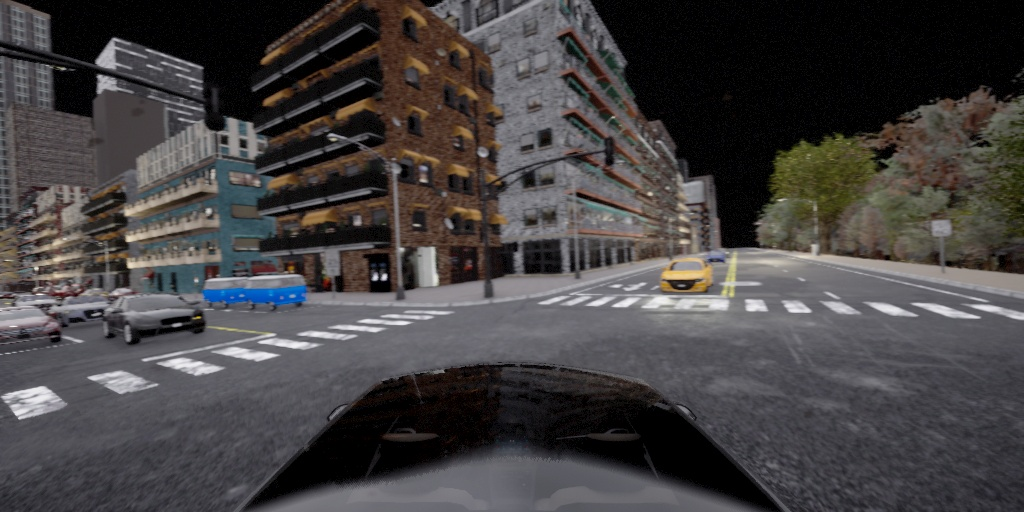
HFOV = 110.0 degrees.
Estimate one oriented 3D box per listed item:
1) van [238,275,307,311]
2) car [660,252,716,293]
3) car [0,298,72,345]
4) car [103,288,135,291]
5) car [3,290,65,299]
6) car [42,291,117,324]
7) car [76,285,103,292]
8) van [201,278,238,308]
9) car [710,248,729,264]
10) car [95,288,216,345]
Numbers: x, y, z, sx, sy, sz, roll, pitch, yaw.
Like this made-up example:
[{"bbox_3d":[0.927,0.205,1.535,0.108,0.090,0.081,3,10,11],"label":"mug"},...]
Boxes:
[{"bbox_3d":[-12.942,1.955,19.610,3.998,1.789,1.690,0,0,31],"label":"van"},{"bbox_3d":[8.392,0.861,17.112,1.882,1.535,5.008,-3,1,32],"label":"car"},{"bbox_3d":[-17.289,2.431,12.488,4.207,1.307,1.802,0,0,31],"label":"car"},{"bbox_3d":[-36.844,3.709,34.136,4.207,1.307,1.802,0,0,31],"label":"car"},{"bbox_3d":[-35.058,3.533,26.284,5.357,1.411,2.033,-4,0,32],"label":"car"},{"bbox_3d":[-21.221,2.672,17.840,4.181,1.385,1.994,-4,0,31],"label":"car"},{"bbox_3d":[-46.550,4.258,40.034,4.829,1.417,1.751,0,0,31],"label":"car"},{"bbox_3d":[-17.722,2.258,22.515,3.998,1.789,1.690,0,0,31],"label":"van"},{"bbox_3d":[23.115,0.161,40.672,1.882,1.535,5.008,-3,0,32],"label":"car"},{"bbox_3d":[-12.710,2.075,12.697,4.892,1.490,1.837,-4,0,32],"label":"car"}]
